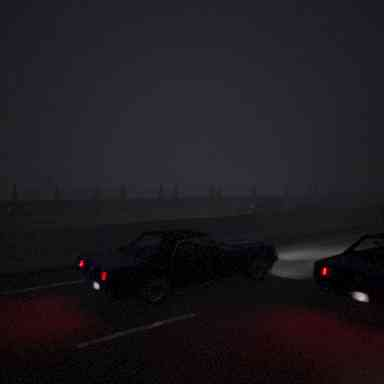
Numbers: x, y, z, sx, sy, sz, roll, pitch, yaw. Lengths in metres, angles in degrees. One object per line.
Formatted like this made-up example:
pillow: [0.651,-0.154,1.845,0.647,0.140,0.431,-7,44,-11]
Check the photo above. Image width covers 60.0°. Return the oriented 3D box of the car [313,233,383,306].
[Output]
car: [4.785,1.541,7.160,4.718,1.301,1.895,-1,0,-36]

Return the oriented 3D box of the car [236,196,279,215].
car: [6.122,1.183,29.850,4.553,1.767,2.097,-1,0,-35]

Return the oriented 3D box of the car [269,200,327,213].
car: [7.506,1.420,22.241,4.181,1.385,1.994,-1,0,-35]

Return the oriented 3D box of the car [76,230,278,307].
car: [-0.121,1.567,7.958,4.718,1.301,1.895,-1,0,-36]
